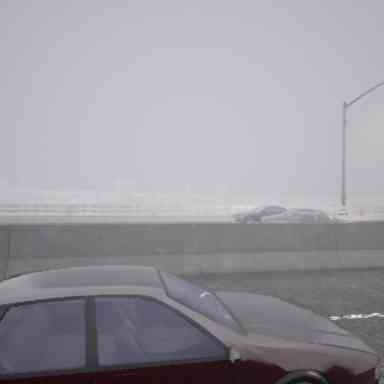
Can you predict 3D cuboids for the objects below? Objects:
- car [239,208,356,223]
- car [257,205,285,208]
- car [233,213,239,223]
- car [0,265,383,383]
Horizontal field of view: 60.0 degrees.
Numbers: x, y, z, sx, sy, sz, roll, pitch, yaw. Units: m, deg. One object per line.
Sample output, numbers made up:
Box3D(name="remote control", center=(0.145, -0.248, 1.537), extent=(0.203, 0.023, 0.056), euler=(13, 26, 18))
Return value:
Box3D(name="car", center=(5.252, 1.643, 15.648), extent=(5.357, 1.411, 2.033), euler=(1, 0, -12))
Box3D(name="car", center=(6.269, 1.642, 19.441), extent=(4.674, 1.442, 1.812), euler=(1, 0, -12))
Box3D(name="car", center=(5.117, 1.631, 22.776), extent=(4.674, 1.442, 1.812), euler=(1, 0, -12))
Box3D(name="car", center=(-0.844, 1.537, 3.422), extent=(5.357, 1.411, 2.033), euler=(1, 0, -12))
